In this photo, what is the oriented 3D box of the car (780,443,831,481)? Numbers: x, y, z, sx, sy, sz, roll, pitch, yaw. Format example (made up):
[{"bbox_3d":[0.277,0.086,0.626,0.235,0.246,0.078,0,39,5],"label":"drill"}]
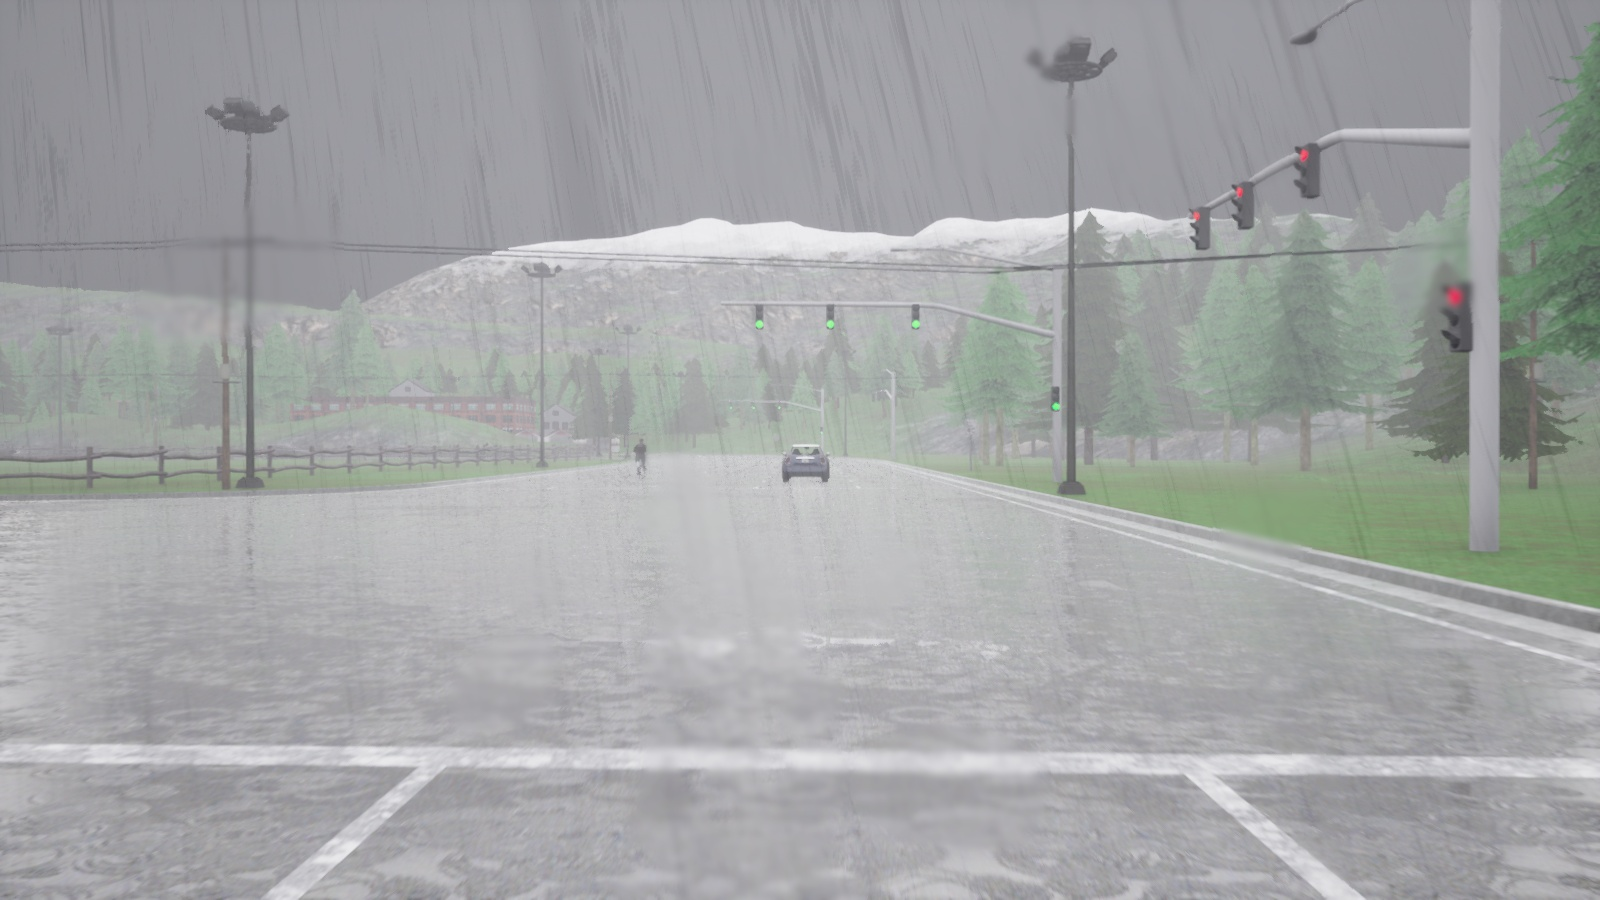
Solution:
[{"bbox_3d":[0.262,0.458,51.136,1.970,1.475,3.806,0,0,2],"label":"car"}]
